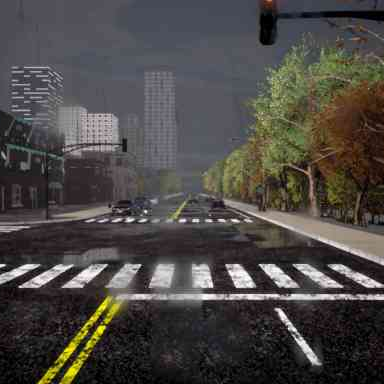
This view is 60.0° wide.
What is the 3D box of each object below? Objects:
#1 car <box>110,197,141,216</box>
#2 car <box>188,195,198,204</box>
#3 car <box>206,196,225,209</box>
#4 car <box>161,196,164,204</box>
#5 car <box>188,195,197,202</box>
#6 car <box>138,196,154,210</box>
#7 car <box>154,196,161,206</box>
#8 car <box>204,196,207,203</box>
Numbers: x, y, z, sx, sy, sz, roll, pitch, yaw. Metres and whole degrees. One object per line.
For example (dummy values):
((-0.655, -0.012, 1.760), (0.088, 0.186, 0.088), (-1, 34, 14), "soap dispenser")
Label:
((-6.524, 1.516, 32.588), (1.812, 1.442, 4.674), (0, 0, 0), "car")
((0.231, 1.577, 63.240), (1.895, 1.301, 4.718), (0, 0, 0), "car")
((3.444, 1.531, 45.470), (2.033, 1.411, 5.357), (0, 0, 0), "car")
((-6.413, 1.468, 63.517), (2.128, 1.511, 4.902), (0, 0, 1), "car")
((0.158, 1.471, 74.398), (1.837, 1.490, 4.892), (0, 0, 0), "car")
((-6.500, 1.337, 42.781), (2.097, 1.767, 4.553), (0, 0, 0), "car")
((-6.472, 1.507, 53.074), (1.812, 1.442, 4.674), (0, 0, 0), "car")
((3.495, 1.520, 69.851), (2.033, 1.411, 5.357), (0, 0, 0), "car")
